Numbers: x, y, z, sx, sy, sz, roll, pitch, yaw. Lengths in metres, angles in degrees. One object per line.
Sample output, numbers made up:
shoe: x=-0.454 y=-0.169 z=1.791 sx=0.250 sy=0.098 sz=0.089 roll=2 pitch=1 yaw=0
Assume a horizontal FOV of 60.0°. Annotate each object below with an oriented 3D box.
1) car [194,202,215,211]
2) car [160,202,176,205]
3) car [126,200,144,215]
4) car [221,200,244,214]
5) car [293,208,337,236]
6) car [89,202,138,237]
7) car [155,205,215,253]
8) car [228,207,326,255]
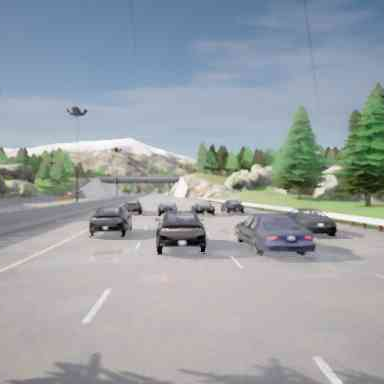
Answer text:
car: x=1.048 y=1.647 z=33.565 sx=1.895 sy=1.301 sz=4.718 roll=0 pitch=0 yaw=-6
car: x=-2.489 y=1.655 z=33.711 sx=1.895 sy=1.301 sz=4.718 roll=0 pitch=0 yaw=-6
car: x=-6.193 y=1.557 z=35.311 sx=2.128 sy=1.511 sz=4.902 roll=0 pitch=0 yaw=-6
car: x=4.315 y=1.567 z=35.691 sx=1.812 sy=1.442 sz=4.674 roll=0 pitch=0 yaw=-7
car: x=6.148 y=1.576 z=18.286 sx=1.994 sy=1.385 sz=4.181 roll=0 pitch=0 yaw=-5
car: x=-4.406 y=1.528 z=18.489 sx=2.128 sy=1.511 sz=4.902 roll=0 pitch=0 yaw=-5
car: x=-0.496 y=1.513 z=13.710 sx=2.128 sy=1.511 sz=4.902 roll=0 pitch=0 yaw=-4
car: x=3.066 y=1.560 z=13.352 sx=2.033 sy=1.411 sz=5.357 roll=0 pitch=0 yaw=-4
